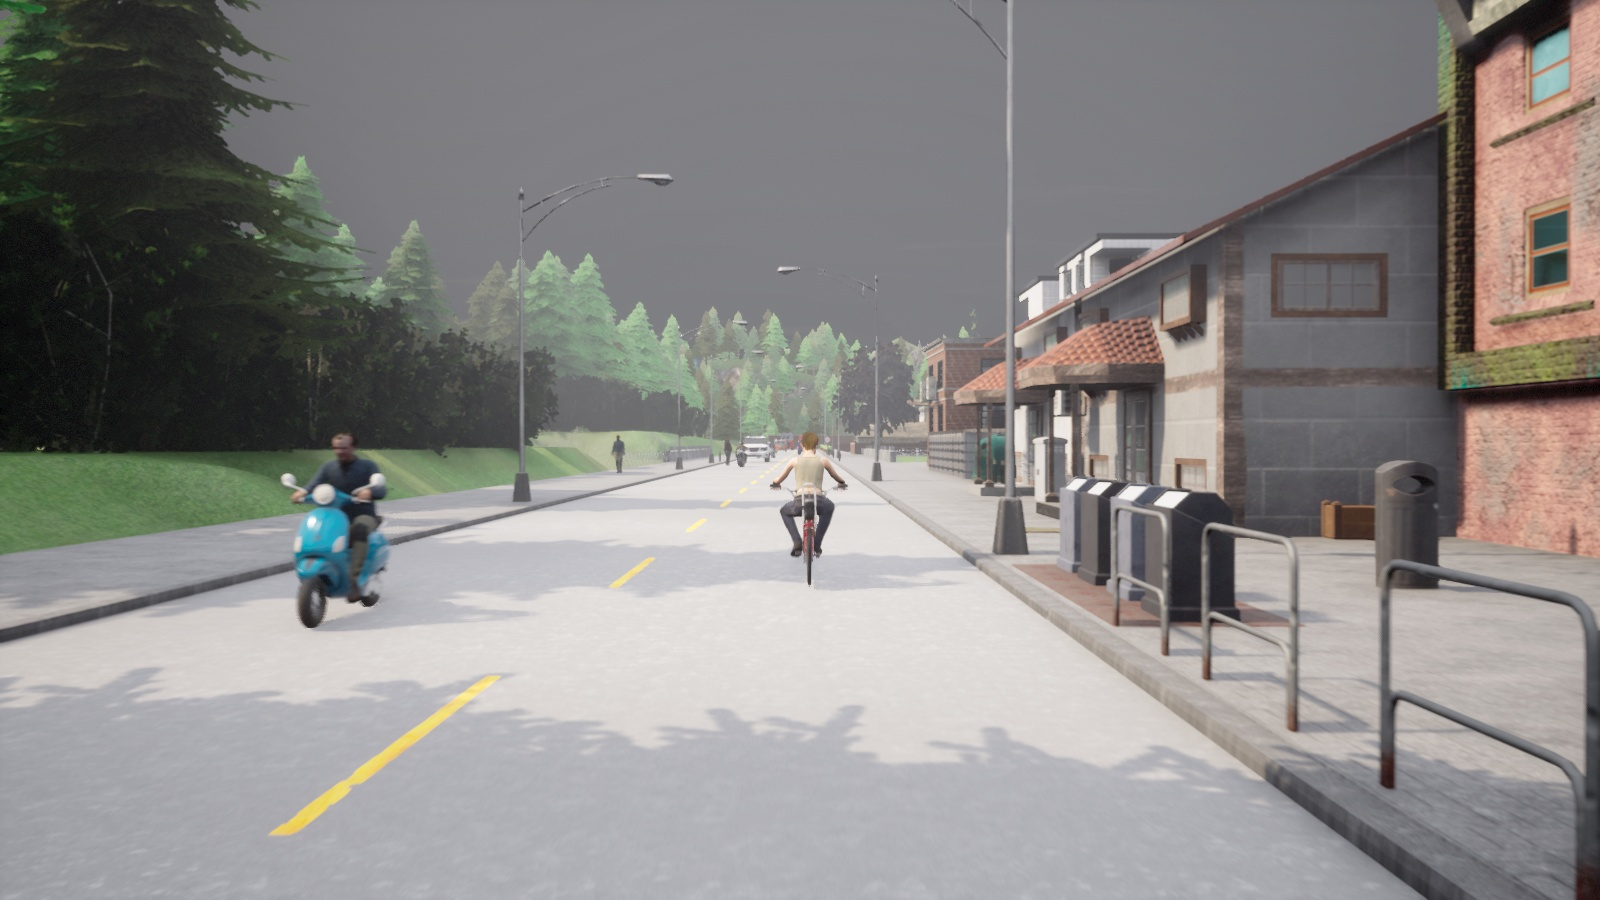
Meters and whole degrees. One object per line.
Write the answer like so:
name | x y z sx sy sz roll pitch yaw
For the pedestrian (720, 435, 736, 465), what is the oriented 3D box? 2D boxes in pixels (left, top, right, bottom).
pedestrian | -4.476 0.021 77.913 0.899 1.844 0.634 0 0 11

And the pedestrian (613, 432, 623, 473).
pedestrian | -8.255 0.121 57.040 0.370 1.835 0.726 0 0 0

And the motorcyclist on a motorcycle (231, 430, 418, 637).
motorcyclist on a motorcycle | -3.925 0.636 10.541 0.866 1.590 1.817 0 0 0

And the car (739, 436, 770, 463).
car | -3.472 -0.095 97.046 2.150 2.045 5.566 0 1 0

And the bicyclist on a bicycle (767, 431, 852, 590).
bicyclist on a bicycle | 0.097 0.606 13.485 0.866 1.612 1.509 0 0 0
